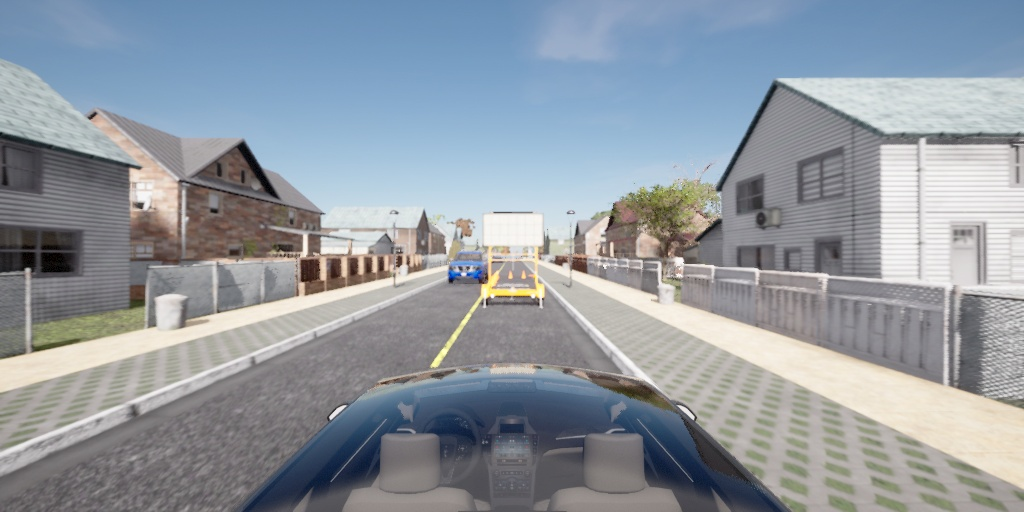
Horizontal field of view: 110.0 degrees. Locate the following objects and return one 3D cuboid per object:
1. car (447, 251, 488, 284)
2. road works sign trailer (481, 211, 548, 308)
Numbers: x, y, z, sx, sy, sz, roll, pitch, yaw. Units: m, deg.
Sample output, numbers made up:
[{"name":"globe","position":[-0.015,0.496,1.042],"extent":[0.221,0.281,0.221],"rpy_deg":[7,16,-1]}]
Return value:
[{"name":"car","position":[-2.797,0.677,23.675],"extent":[2.150,2.045,5.566],"rpy_deg":[0,1,0]},{"name":"road works sign trailer","position":[0.042,0.043,14.160],"extent":[2.380,3.560,2.880],"rpy_deg":[0,0,0]}]
